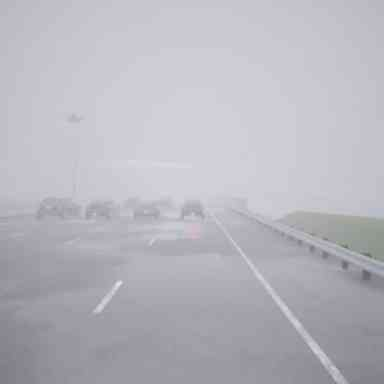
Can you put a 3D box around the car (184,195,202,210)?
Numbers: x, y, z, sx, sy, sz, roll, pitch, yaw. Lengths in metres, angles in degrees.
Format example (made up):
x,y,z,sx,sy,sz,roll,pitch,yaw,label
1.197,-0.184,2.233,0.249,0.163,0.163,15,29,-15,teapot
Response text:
x,y,z,sx,sy,sz,roll,pitch,yaw,label
0.144,1.207,40.062,2.128,1.511,4.902,0,0,1,car

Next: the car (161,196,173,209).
x,y,z,sx,sy,sz,roll,pitch,yaw,label
-3.352,1.236,40.681,1.812,1.442,4.674,0,1,1,car

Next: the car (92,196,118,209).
x,y,z,sx,sy,sz,roll,pitch,yaw,label
-10.358,1.279,39.968,1.994,1.385,4.181,0,1,1,car

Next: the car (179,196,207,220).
x,y,z,sx,sy,sz,roll,pitch,yaw,label
0.069,1.318,26.292,1.837,1.490,4.892,0,0,1,car

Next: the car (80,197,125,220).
x,y,z,sx,sy,sz,roll,pitch,yaw,label
-6.930,1.317,26.265,1.837,1.490,4.892,0,0,0,car

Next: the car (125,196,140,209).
x,y,z,sx,sy,sz,roll,pitch,yaw,label
-6.856,1.220,40.072,1.837,1.490,4.892,0,1,1,car

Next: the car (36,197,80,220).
x,y,z,sx,sy,sz,roll,pitch,yaw,label
-10.433,1.163,26.366,2.097,1.767,4.553,0,0,0,car

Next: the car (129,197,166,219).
x,y,z,sx,sy,sz,roll,pitch,yaw,label
-3.426,1.374,26.560,1.994,1.385,4.181,0,0,0,car
